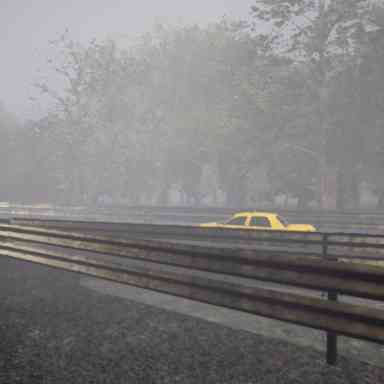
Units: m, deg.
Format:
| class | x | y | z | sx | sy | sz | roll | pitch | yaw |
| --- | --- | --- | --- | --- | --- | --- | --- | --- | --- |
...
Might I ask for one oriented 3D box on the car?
| class | x | y | z | sx | sy | sz | roll | pitch | yaw |
| --- | --- | --- | --- | --- | --- | --- | --- | --- | --- |
| car | 2.185 | 1.483 | 13.436 | 5.366 | 1.575 | 1.801 | 0 | 0 | 23 |
